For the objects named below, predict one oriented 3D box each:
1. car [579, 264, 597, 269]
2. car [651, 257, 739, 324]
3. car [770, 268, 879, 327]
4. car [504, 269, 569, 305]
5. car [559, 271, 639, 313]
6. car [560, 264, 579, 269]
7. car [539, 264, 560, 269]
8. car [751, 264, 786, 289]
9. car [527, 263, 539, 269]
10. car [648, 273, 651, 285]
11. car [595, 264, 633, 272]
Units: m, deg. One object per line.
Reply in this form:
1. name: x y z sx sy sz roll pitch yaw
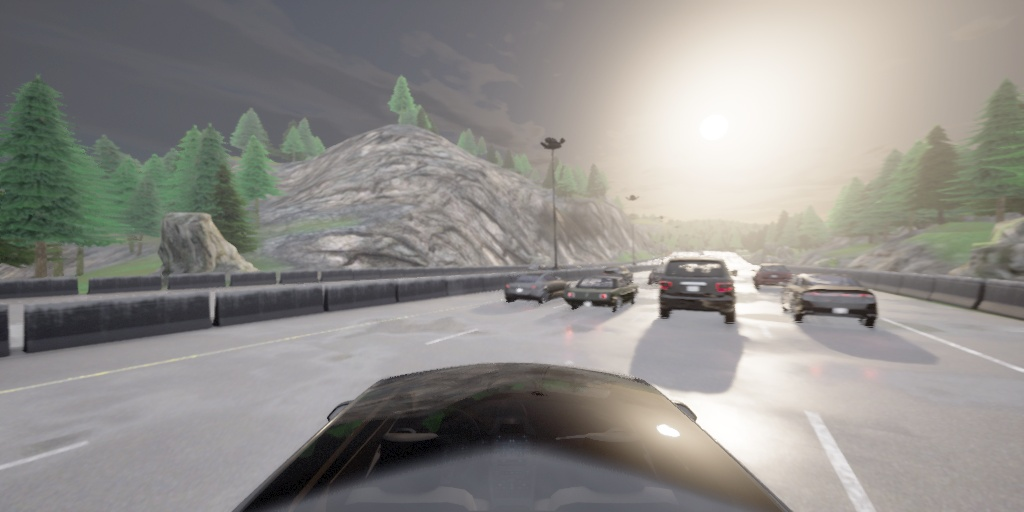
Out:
1. car: 13.161 1.972 58.226 2.128 1.511 4.902 -1 -1 31
2. car: 6.683 1.069 12.800 2.150 2.045 5.566 -1 -1 31
3. car: 10.216 1.312 11.870 2.128 1.511 4.902 -1 -1 31
4. car: 1.368 1.498 17.523 1.994 1.385 4.181 -1 -1 31
5. car: 3.893 1.488 14.941 1.895 1.301 4.718 -1 -1 31
6. car: 10.207 2.081 60.098 1.994 1.385 4.181 -1 -1 31
7. car: 7.094 2.030 61.692 1.882 1.535 5.008 -1 -1 31
8. car: 17.797 1.330 24.666 2.097 1.767 4.553 -1 -1 31
9. car: 4.423 2.088 64.010 2.128 1.511 4.902 -1 -1 31
10. car: 12.265 1.587 29.042 1.812 1.442 4.674 -1 -1 31
11. car: 8.873 1.596 30.196 1.837 1.490 4.892 -1 -1 31
